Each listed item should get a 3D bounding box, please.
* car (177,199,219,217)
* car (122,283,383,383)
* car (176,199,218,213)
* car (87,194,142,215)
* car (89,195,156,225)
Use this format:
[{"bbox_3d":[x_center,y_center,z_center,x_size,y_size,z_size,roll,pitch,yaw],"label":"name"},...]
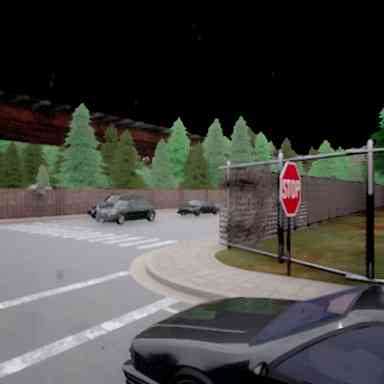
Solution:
[{"bbox_3d":[0.831,1.537,31.906,2.033,1.411,5.357,0,0,36],"label":"car"},{"bbox_3d":[1.875,1.547,2.632,5.357,1.411,2.033,0,0,36],"label":"car"},{"bbox_3d":[0.632,1.535,37.556,2.033,1.411,5.357,0,0,37],"label":"car"},{"bbox_3d":[-6.143,1.209,28.301,2.150,2.045,5.566,0,0,36],"label":"car"},{"bbox_3d":[-4.761,1.342,24.262,2.097,1.767,4.553,0,0,36],"label":"car"}]
